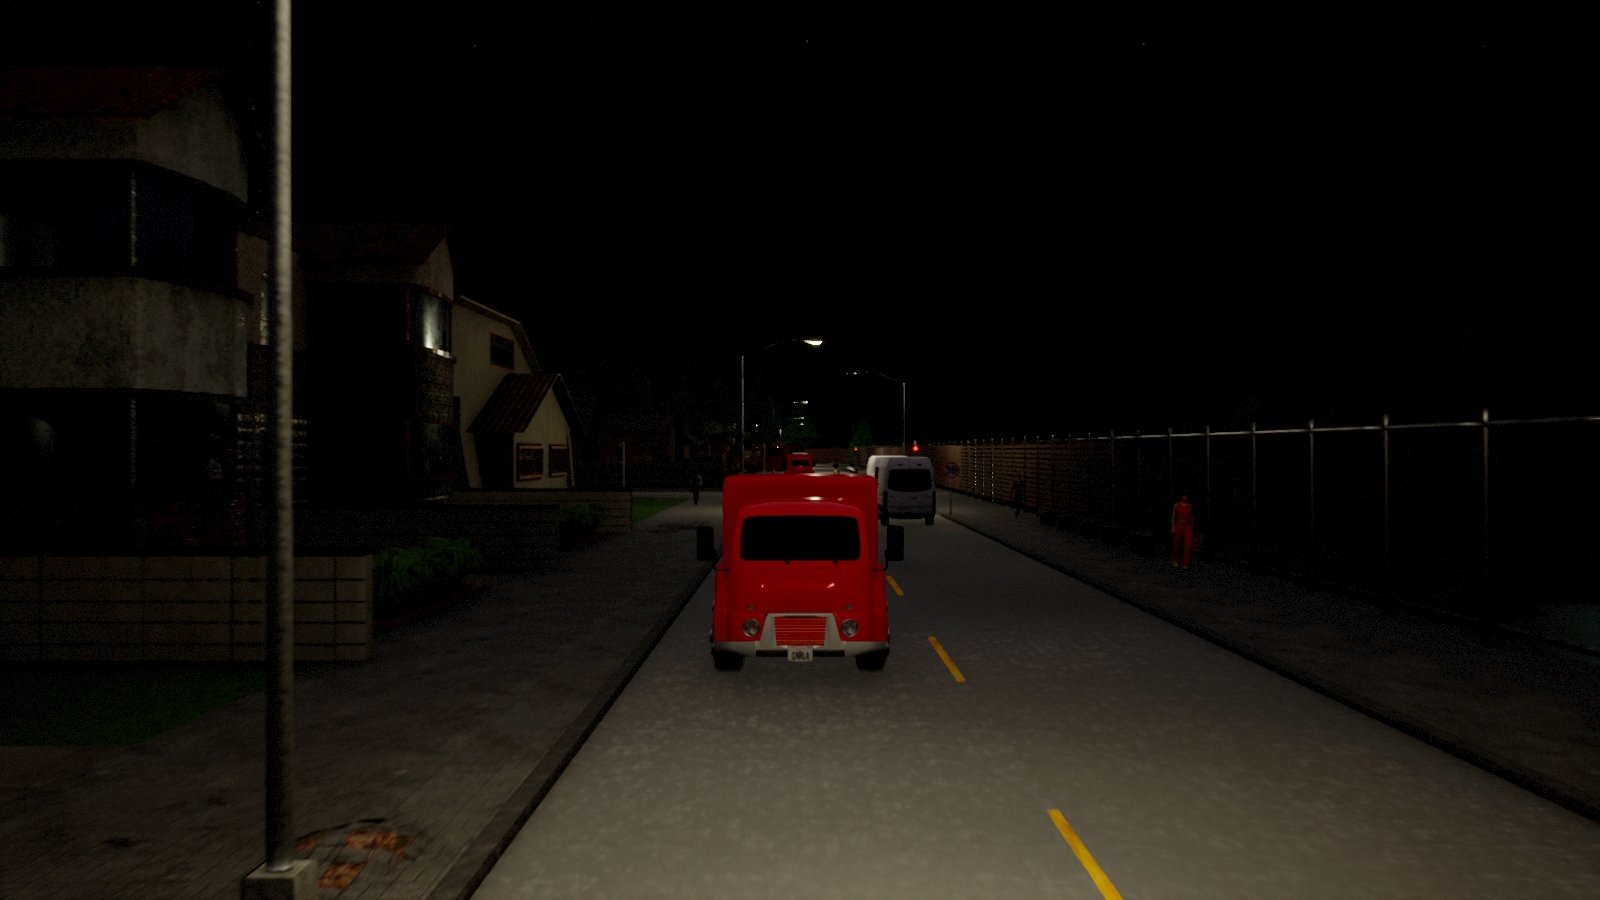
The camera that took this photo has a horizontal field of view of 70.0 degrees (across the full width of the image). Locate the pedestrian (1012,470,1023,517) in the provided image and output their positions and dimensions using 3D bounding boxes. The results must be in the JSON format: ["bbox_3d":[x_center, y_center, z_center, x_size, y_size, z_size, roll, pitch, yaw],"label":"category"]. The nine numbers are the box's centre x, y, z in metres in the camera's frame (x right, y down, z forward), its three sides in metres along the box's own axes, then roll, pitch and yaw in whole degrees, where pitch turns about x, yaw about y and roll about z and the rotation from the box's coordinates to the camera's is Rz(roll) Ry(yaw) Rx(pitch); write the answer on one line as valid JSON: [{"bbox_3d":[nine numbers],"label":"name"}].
[{"bbox_3d":[8.787,1.748,46.186,0.375,1.860,0.375,0,0,20],"label":"pedestrian"}]

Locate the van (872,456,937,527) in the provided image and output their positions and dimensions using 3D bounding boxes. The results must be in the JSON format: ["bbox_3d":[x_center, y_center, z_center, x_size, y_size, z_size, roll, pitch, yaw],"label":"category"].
[{"bbox_3d":[4.000,1.536,44.526,1.988,2.561,5.915,0,0,0],"label":"van"}]

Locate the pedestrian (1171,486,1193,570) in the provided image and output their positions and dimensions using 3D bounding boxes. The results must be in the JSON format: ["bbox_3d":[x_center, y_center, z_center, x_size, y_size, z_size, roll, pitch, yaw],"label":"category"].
[{"bbox_3d":[8.578,1.746,25.646,0.375,1.860,0.375,0,0,2],"label":"pedestrian"}]

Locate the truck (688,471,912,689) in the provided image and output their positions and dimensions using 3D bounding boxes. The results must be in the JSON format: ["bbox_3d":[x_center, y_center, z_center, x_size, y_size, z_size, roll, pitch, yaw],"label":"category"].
[{"bbox_3d":[0.002,1.571,15.965,2.627,2.467,5.204,0,0,0],"label":"truck"}]
